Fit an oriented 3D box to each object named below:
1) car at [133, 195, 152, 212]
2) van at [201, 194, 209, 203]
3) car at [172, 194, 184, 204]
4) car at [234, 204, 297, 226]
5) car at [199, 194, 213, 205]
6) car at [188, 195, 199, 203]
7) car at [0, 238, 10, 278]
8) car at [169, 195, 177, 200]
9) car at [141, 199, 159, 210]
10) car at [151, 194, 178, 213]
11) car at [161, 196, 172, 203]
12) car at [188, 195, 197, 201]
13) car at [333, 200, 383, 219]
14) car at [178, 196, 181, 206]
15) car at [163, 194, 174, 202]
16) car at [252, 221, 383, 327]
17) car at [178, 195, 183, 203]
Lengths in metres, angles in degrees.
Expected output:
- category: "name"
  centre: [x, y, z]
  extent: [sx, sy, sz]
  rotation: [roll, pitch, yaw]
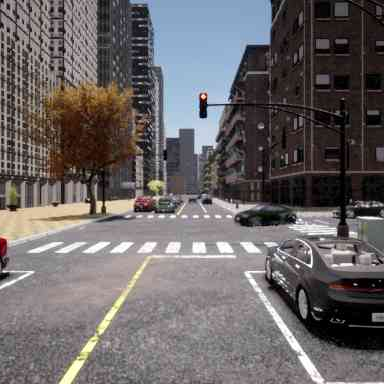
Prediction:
- category: "car"
  centre: [-5.598, 1.336, 39.331]
  extent: [2.192, 1.841, 5.009]
  rotation: [0, 0, 0]
- category: "van"
  centre: [2.863, 1.402, 72.448]
  extent: [1.690, 1.788, 3.998]
  rotation: [0, 0, 0]
- category: "car"
  centre: [-2.853, 1.406, 68.042]
  extent: [2.097, 1.767, 4.553]
  rotation: [0, 0, 1]
- category: "car"
  centre: [4.947, 1.543, 22.529]
  extent: [4.181, 1.385, 1.994]
  rotation: [-1, 0, -15]
- category: "car"
  centre: [2.837, 1.611, 61.402]
  extent: [1.947, 1.339, 4.313]
  rotation: [0, 0, 0]
- category: "car"
  centre: [0.165, 1.546, 68.638]
  extent: [2.128, 1.511, 4.902]
  rotation: [0, 0, 0]
- category: "car"
  centre: [-5.675, 1.545, 6.943]
  extent: [1.887, 1.381, 4.507]
  rotation: [0, 0, 0]
- category: "car"
  centre: [-5.464, 1.654, 94.560]
  extent: [2.008, 1.369, 4.403]
  rotation: [0, 0, 0]
- category: "car"
  centre: [-5.584, 1.592, 44.854]
  extent: [1.947, 1.339, 4.313]
  rotation: [0, 0, 0]
- category: "car"
  centre: [-2.983, 1.371, 37.013]
  extent: [2.097, 1.767, 4.553]
  rotation: [0, 0, -1]
- category: "car"
  centre: [-5.517, 1.627, 72.469]
  extent: [1.947, 1.339, 4.313]
  rotation: [0, 0, 0]
- category: "car"
  centre: [0.191, 1.462, 79.061]
  extent: [2.033, 1.411, 5.357]
  rotation: [0, 0, 0]
- category: "car"
  centre: [13.489, 1.350, 26.302]
  extent: [4.403, 1.369, 2.008]
  rotation: [-1, 1, 0]
- category: "car"
  centre: [-2.984, 1.630, 47.109]
  extent: [1.895, 1.301, 4.718]
  rotation: [0, 0, 0]
- category: "car"
  centre: [-5.504, 1.386, 77.991]
  extent: [2.192, 1.841, 5.009]
  rotation: [0, 0, 0]
- category: "car"
  centre: [2.705, 1.551, 6.923]
  extent: [2.008, 1.369, 4.403]
  rotation: [0, 0, 0]
- category: "car"
  centre: [-2.947, 1.531, 57.397]
  extent: [2.128, 1.511, 4.902]
  rotation: [0, 0, 0]
